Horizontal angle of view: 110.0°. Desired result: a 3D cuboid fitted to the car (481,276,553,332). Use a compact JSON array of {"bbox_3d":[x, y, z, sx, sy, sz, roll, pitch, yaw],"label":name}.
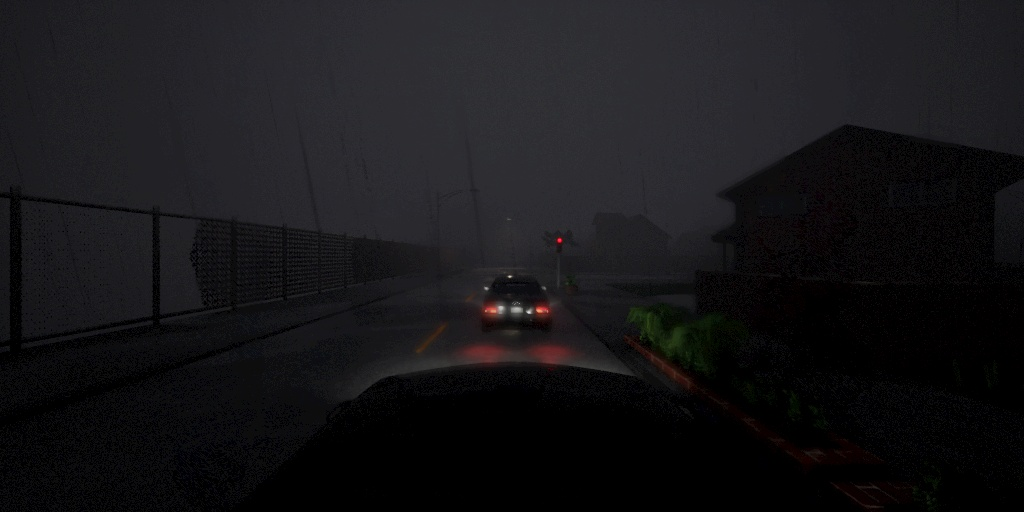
[{"bbox_3d":[0.116,1.297,10.780,2.033,1.411,5.357,0,0,0],"label":"car"}]
